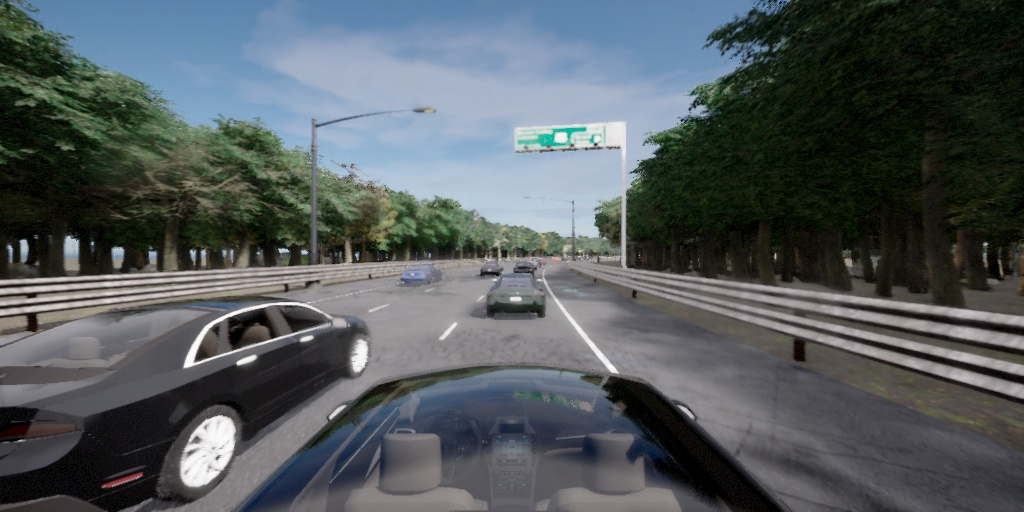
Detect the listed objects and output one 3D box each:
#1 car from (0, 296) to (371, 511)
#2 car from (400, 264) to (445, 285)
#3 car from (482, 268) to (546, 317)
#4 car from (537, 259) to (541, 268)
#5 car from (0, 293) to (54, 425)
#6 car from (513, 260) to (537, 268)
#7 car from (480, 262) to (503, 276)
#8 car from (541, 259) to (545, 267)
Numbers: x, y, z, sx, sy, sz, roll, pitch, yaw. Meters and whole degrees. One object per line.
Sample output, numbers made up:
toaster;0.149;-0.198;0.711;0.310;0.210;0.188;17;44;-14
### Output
car;-3.416;1.247;4.407;1.837;1.490;4.892;0;0;1
car;-6.348;1.282;26.052;2.033;1.411;5.357;0;0;4
car;0.179;1.315;13.202;1.994;1.385;4.181;0;0;2
car;2.558;1.342;48.431;1.895;1.301;4.718;0;0;6
car;-6.921;1.241;2.247;1.837;1.490;4.892;0;0;0
car;1.127;1.253;32.411;1.837;1.490;4.892;0;0;4
car;-1.981;1.302;36.635;1.994;1.385;4.181;0;0;5
car;4.010;1.229;60.350;2.128;1.511;4.902;0;0;8
